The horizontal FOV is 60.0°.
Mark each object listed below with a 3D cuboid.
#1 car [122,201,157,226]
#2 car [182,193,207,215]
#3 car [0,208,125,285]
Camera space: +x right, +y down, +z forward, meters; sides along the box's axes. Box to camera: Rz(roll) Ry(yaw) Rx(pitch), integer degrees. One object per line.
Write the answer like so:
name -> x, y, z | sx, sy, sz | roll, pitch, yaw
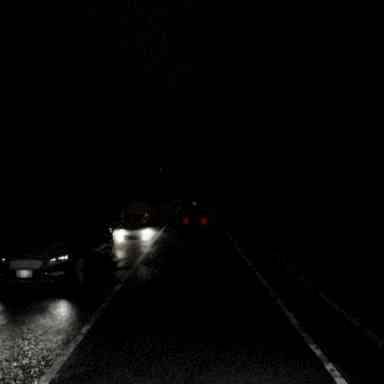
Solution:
car -> -3.496, 1.352, 22.321 | 1.882, 1.535, 5.008 | 0, 0, 0
car -> 0.225, 1.081, 31.488 | 2.150, 2.045, 5.566 | 0, 0, 0
car -> -3.564, 1.455, 9.526 | 2.128, 1.511, 4.902 | 0, 0, 0
